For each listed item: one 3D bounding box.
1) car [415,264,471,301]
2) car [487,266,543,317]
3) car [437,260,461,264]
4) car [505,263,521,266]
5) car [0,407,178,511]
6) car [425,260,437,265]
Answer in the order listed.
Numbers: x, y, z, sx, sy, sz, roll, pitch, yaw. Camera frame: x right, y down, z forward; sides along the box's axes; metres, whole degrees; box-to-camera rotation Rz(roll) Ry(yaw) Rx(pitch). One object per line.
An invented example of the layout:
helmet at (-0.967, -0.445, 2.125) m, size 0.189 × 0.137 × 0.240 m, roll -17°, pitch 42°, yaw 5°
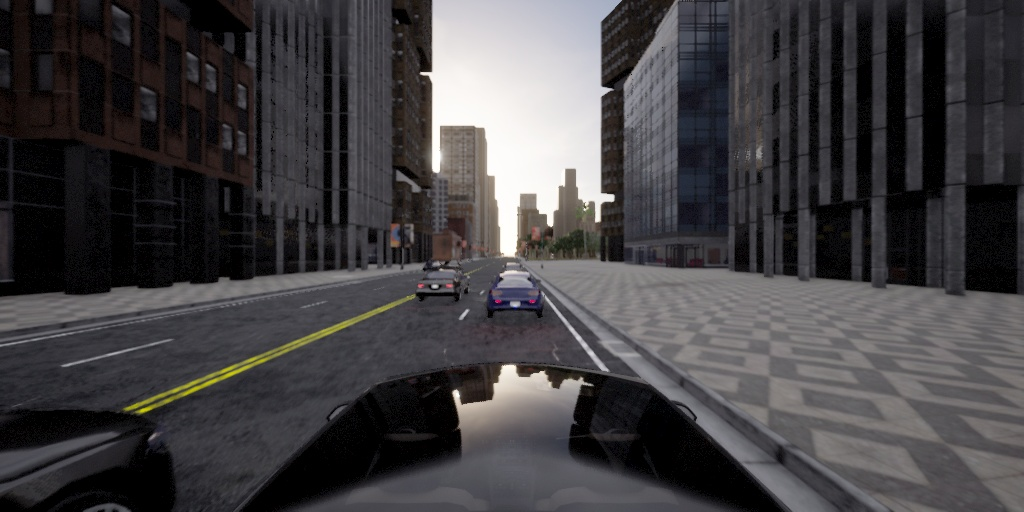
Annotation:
car at (-3.160, 1.292, 17.238) m, size 2.033 × 1.411 × 5.357 m, roll 0°, pitch 0°, yaw 0°
car at (0.097, 1.273, 13.077) m, size 1.812 × 1.442 × 4.674 m, roll 0°, pitch 0°, yaw 0°
car at (-6.578, 1.208, 39.356) m, size 1.837 × 1.490 × 4.892 m, roll 0°, pitch 0°, yaw 0°
car at (0.092, 1.290, 29.680) m, size 1.994 × 1.385 × 4.181 m, roll 0°, pitch 0°, yaw 0°
car at (-3.148, 1.242, 0.367) m, size 2.128 × 1.511 × 4.902 m, roll 0°, pitch 0°, yaw 0°
car at (-9.778, 1.249, 44.880) m, size 1.994 × 1.385 × 4.181 m, roll 0°, pitch 0°, yaw 1°
